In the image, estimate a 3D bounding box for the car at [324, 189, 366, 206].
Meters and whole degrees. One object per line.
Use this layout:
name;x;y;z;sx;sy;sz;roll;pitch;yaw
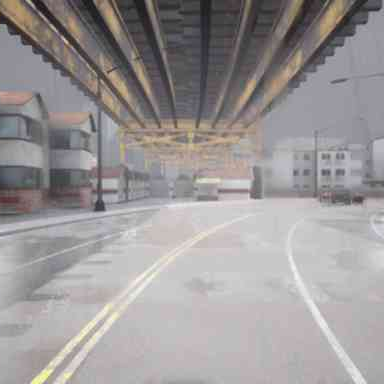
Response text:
car;15.782;0.570;33.476;4.902;1.511;2.128;0;1;-41

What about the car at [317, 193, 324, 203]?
car;16.715;0.374;38.787;4.553;1.767;2.097;0;1;-34
